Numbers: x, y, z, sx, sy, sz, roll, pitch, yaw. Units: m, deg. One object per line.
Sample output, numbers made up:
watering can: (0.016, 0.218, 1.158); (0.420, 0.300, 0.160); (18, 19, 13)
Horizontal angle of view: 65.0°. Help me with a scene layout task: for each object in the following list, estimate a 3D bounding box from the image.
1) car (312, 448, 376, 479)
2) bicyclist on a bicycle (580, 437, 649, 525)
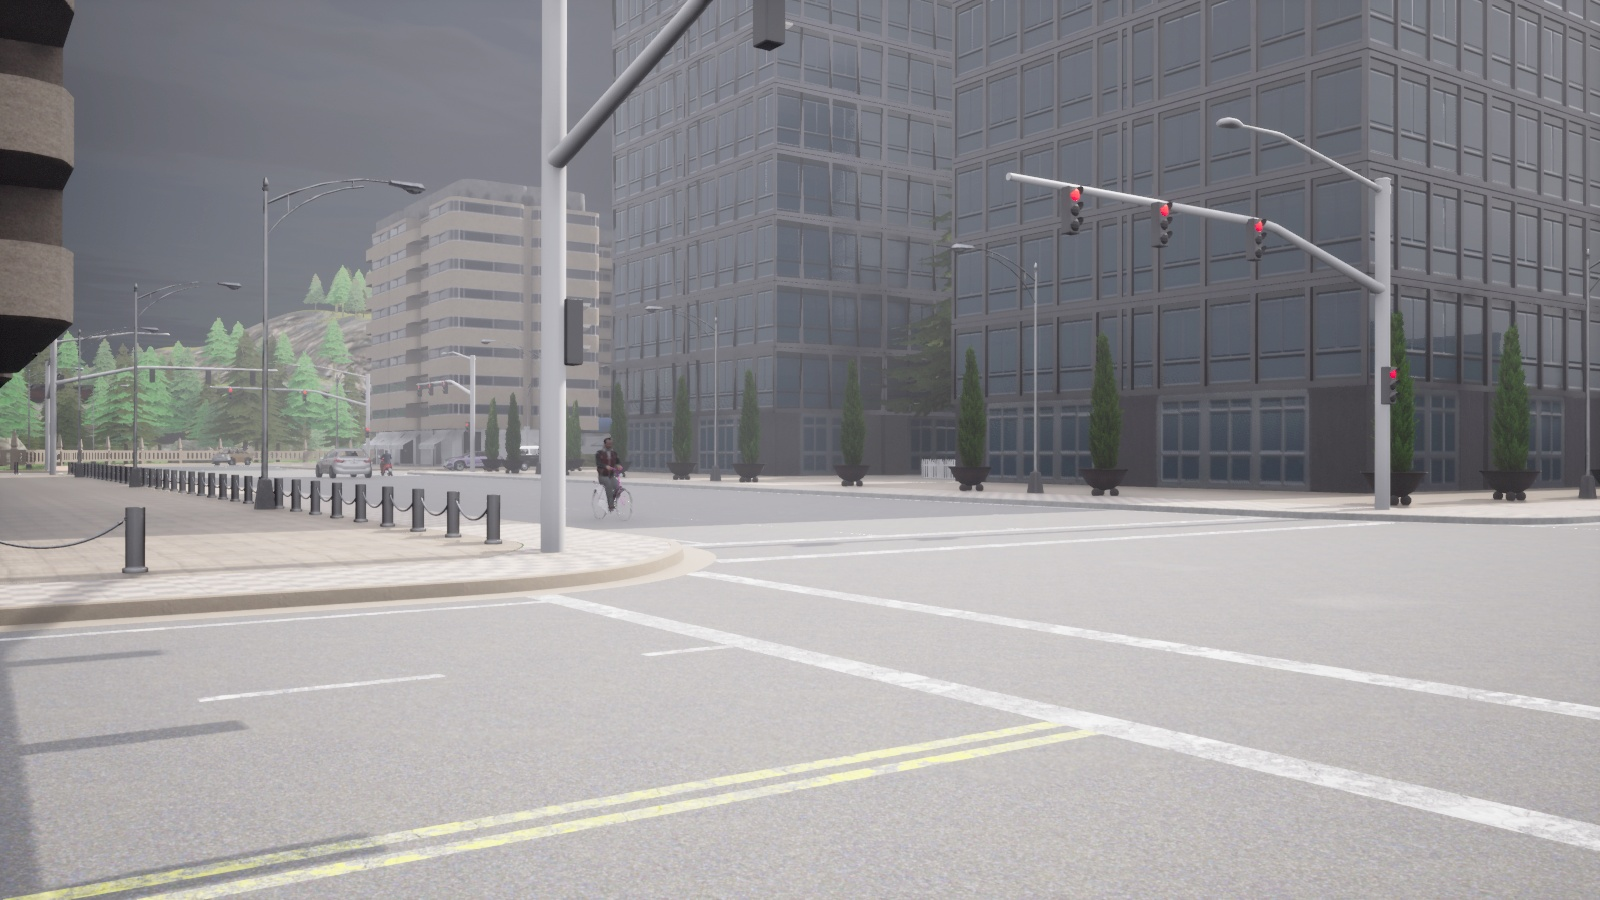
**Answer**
car: (-25.523, 0.760, 70.225); (2.242, 1.667, 4.611); (0, 0, -35)
bicyclist on a bicycle: (-3.880, 0.632, 26.205); (0.659, 1.776, 1.843); (0, 0, -35)
